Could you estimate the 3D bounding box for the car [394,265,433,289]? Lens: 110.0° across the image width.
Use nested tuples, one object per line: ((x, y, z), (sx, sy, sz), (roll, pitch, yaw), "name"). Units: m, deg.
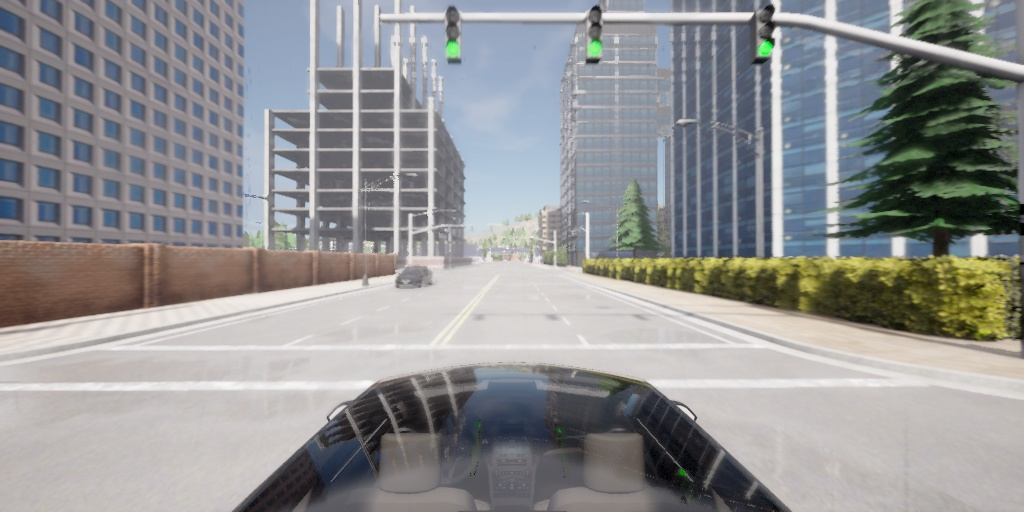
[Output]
((-6.993, 1.458, 25.979), (1.837, 1.490, 4.892), (0, 1, 0), "car")
